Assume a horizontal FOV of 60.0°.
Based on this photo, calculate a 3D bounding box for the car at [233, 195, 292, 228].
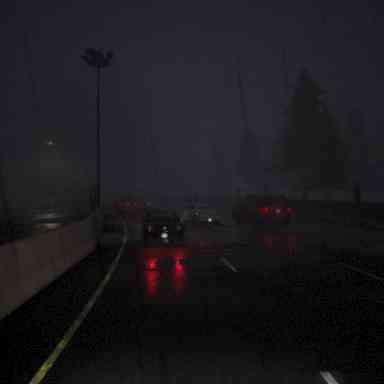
[{"bbox_3d":[4.471,1.198,22.022,2.150,2.045,5.566,0,0,-12],"label":"car"}]

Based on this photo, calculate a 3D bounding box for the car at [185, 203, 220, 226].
[{"bbox_3d":[0.613,1.511,23.163,1.812,1.442,4.674,0,0,-13],"label":"car"}]

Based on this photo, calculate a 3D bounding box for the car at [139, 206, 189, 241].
[{"bbox_3d":[-1.581,1.595,16.684,1.895,1.301,4.718,0,0,-10],"label":"car"}]

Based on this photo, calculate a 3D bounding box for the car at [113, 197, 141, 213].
[{"bbox_3d":[-7.549,1.349,37.246,2.097,1.767,4.553,0,0,-22],"label":"car"}]

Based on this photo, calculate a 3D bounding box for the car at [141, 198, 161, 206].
[{"bbox_3d":[-5.179,1.515,40.673,1.812,1.442,4.674,0,0,-23],"label":"car"}]
